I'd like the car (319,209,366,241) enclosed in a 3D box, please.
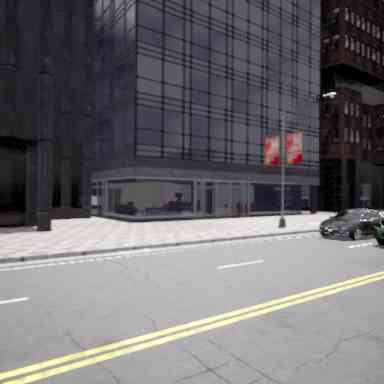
[{"bbox_3d":[8.852,1.679,17.979,4.892,1.490,1.837,1,0,-35],"label":"car"}]

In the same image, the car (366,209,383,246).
[{"bbox_3d":[10.577,1.394,15.216,5.566,2.045,2.150,1,0,-36],"label":"car"}]
